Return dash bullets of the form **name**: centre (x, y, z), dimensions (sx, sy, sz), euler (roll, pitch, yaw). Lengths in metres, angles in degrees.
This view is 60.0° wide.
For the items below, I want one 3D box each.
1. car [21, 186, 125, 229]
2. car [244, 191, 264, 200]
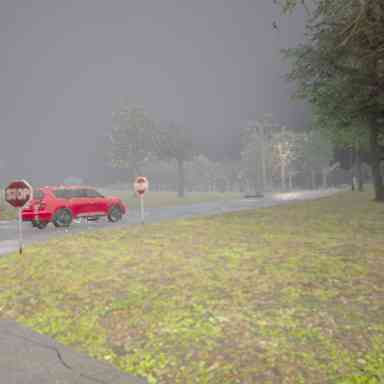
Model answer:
- **car**: centre (-6.119, 0.732, 17.591), dimensions (2.150, 2.045, 5.566), euler (-3, 0, 34)
- **car**: centre (9.914, 0.471, 53.355), dimensions (1.994, 1.385, 4.181), euler (-3, 1, 34)
